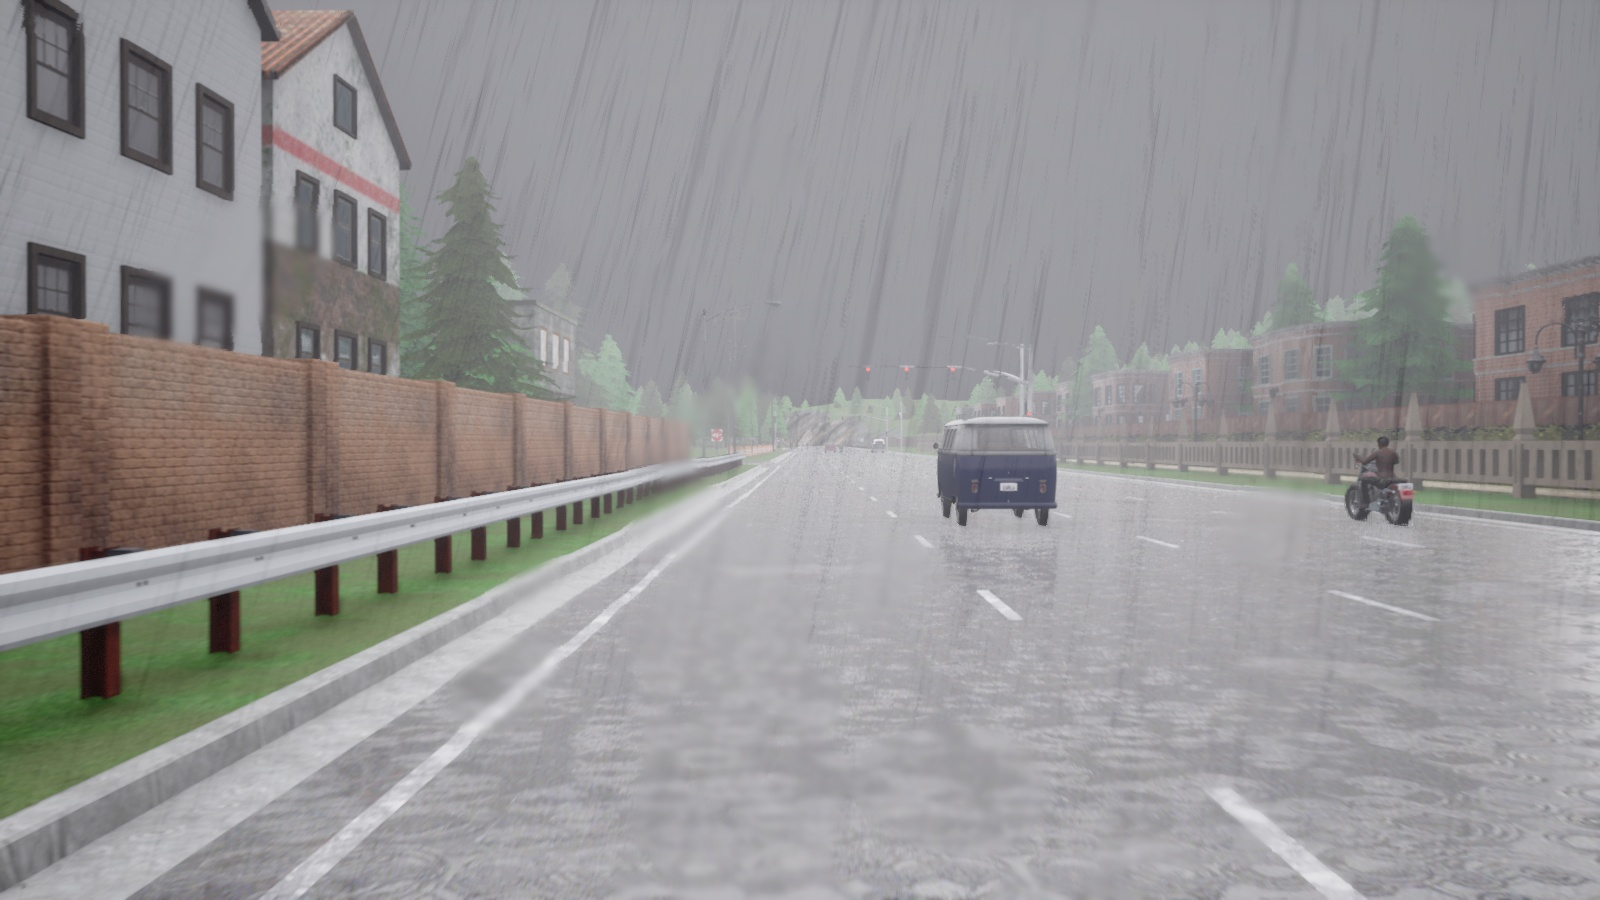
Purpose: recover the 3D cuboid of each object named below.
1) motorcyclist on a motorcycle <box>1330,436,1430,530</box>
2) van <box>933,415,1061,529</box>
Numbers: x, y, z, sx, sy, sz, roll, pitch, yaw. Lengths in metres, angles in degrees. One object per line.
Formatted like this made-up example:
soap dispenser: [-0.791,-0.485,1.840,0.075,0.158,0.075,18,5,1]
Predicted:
motorcyclist on a motorcycle: [10.647,0.575,23.169,0.766,1.649,2.350,0,0,0]
van: [3.652,0.368,24.006,1.775,1.987,4.442,0,0,0]
